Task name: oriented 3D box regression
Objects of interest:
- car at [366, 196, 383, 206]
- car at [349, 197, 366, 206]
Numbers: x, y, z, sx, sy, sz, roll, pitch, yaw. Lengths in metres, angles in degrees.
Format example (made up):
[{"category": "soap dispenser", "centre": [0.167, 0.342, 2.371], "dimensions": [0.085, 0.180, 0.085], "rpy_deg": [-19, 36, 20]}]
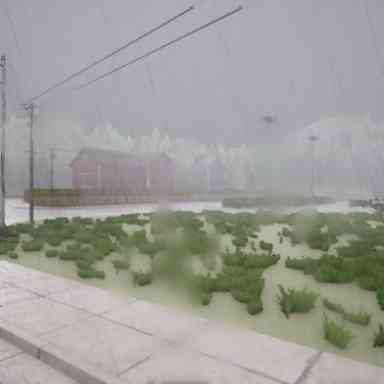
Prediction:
[{"category": "car", "centre": [22.069, 1.279, 36.412], "dimensions": [4.605, 1.855, 1.932], "rpy_deg": [1, 0, 36]}, {"category": "car", "centre": [23.399, 1.398, 46.715], "dimensions": [1.882, 1.535, 5.008], "rpy_deg": [1, 0, 36]}]
